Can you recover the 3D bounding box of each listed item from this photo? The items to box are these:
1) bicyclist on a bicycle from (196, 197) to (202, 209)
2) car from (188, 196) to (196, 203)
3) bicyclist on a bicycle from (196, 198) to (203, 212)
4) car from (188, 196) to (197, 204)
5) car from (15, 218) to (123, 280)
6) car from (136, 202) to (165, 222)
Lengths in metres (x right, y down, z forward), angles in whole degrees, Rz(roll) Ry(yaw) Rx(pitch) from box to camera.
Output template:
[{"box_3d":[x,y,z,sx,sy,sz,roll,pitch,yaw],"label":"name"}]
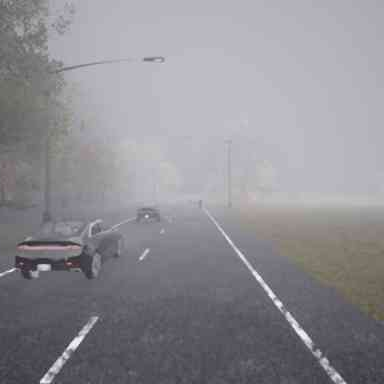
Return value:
[{"box_3d":[1.017,1.583,47.847,0.866,1.612,1.509,0,0,0],"label":"bicyclist on a bicycle"},{"box_3d":[0.067,1.764,77.922,1.812,1.442,4.674,0,0,0],"label":"car"},{"box_3d":[0.995,1.569,37.902,0.582,1.620,1.656,0,0,0],"label":"bicyclist on a bicycle"},{"box_3d":[0.087,1.773,68.638,1.994,1.385,4.181,0,0,1],"label":"car"},{"box_3d":[-3.391,1.522,10.055,2.128,1.511,4.902,0,0,0],"label":"car"},{"box_3d":[-3.378,1.588,27.306,1.837,1.490,4.892,0,0,0],"label":"car"}]
